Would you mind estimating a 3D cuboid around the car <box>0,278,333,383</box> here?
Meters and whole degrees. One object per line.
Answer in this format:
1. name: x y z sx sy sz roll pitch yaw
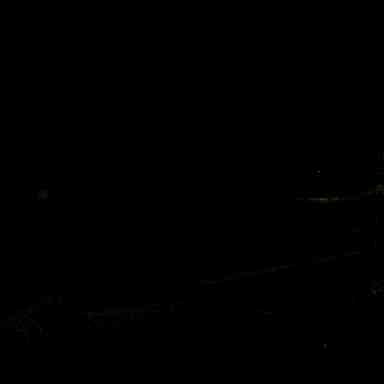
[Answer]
1. car: -0.800 1.526 2.501 4.674 1.442 1.812 0 0 -36
